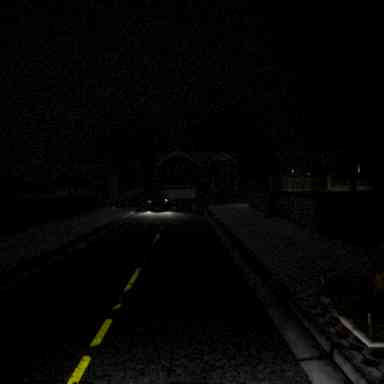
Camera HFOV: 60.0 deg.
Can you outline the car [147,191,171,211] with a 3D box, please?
[{"bbox_3d":[-3.215,0.851,32.917,2.097,1.767,4.553,-1,1,-1],"label":"car"}]
